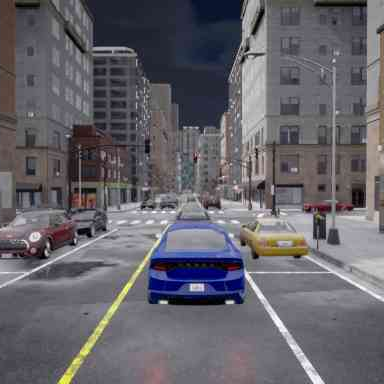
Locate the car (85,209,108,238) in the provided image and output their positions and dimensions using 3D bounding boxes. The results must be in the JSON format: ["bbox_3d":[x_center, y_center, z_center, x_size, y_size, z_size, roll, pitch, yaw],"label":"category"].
[{"bbox_3d":[-5.715,1.570,17.726,1.947,1.339,4.313,-1,0,0],"label":"car"}]

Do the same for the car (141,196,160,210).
[{"bbox_3d":[-5.773,1.600,44.599,1.947,1.339,4.313,-1,0,0],"label":"car"}]

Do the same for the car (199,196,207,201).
[{"bbox_3d":[2.678,1.631,83.718,1.947,1.339,4.313,-1,0,0],"label":"car"}]

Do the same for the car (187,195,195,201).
[{"bbox_3d":[-0.182,1.534,84.497,1.895,1.301,4.718,0,0,0],"label":"car"}]

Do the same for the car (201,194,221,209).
[{"bbox_3d":[2.750,1.349,44.617,2.192,1.841,5.009,-1,0,0],"label":"car"}]

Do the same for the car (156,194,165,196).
[{"bbox_3d":[-5.797,1.571,55.601,1.752,1.417,4.829,-1,0,0],"label":"car"}]

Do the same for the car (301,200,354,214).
[{"bbox_3d":[13.289,1.457,32.882,4.718,1.301,1.895,-1,1,-1],"label":"car"}]

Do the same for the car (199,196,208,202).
[{"bbox_3d":[2.688,1.587,78.303,1.752,1.417,4.829,-1,0,0],"label":"car"}]

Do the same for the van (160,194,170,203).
[{"bbox_3d":[-5.835,1.400,72.529,1.690,1.788,3.998,-1,0,0],"label":"van"}]

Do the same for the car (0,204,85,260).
[{"bbox_3d":[-5.704,1.441,12.230,1.967,1.590,4.097,-1,0,0],"label":"car"}]

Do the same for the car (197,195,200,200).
[{"bbox_3d":[2.707,1.370,66.961,2.192,1.841,5.009,-1,0,0],"label":"car"}]

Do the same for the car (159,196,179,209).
[{"bbox_3d":[-3.193,1.582,45.347,2.033,1.411,5.357,0,0,0],"label":"car"}]

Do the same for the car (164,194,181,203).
[{"bbox_3d":[-3.206,1.550,55.675,1.837,1.490,4.892,0,0,0],"label":"car"}]

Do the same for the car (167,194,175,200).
[{"bbox_3d":[-5.882,1.510,94.871,1.967,1.590,4.097,-1,0,0],"label":"car"}]

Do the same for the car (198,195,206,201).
[{"bbox_3d":[2.668,1.633,89.304,1.947,1.339,4.313,-1,0,0],"label":"car"}]

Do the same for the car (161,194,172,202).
[{"bbox_3d":[-5.847,1.377,78.115,2.192,1.841,5.009,-1,0,0],"label":"car"}]

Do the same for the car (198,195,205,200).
[{"bbox_3d":[2.657,1.621,94.890,2.008,1.369,4.403,-1,0,0],"label":"car"}]

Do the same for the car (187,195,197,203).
[{"bbox_3d":[-0.159,1.577,74.045,2.128,1.511,4.902,0,0,0],"label":"car"}]

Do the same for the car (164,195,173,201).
[{"bbox_3d":[-5.858,1.505,83.700,1.967,1.590,4.097,-1,0,0],"label":"car"}]

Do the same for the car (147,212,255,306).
[{"bbox_3d":[0.079,1.478,8.152,1.882,1.535,5.008,0,0,0],"label":"car"}]

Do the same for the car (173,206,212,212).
[{"bbox_3d":[0.063,1.605,17.515,1.895,1.301,4.718,0,0,0],"label":"car"}]

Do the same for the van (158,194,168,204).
[{"bbox_3d":[-5.823,1.396,66.943,1.690,1.788,3.998,-1,0,0],"label":"van"}]

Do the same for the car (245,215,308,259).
[{"bbox_3d":[2.821,1.527,12.419,1.752,1.417,4.829,-1,0,0],"label":"car"}]
